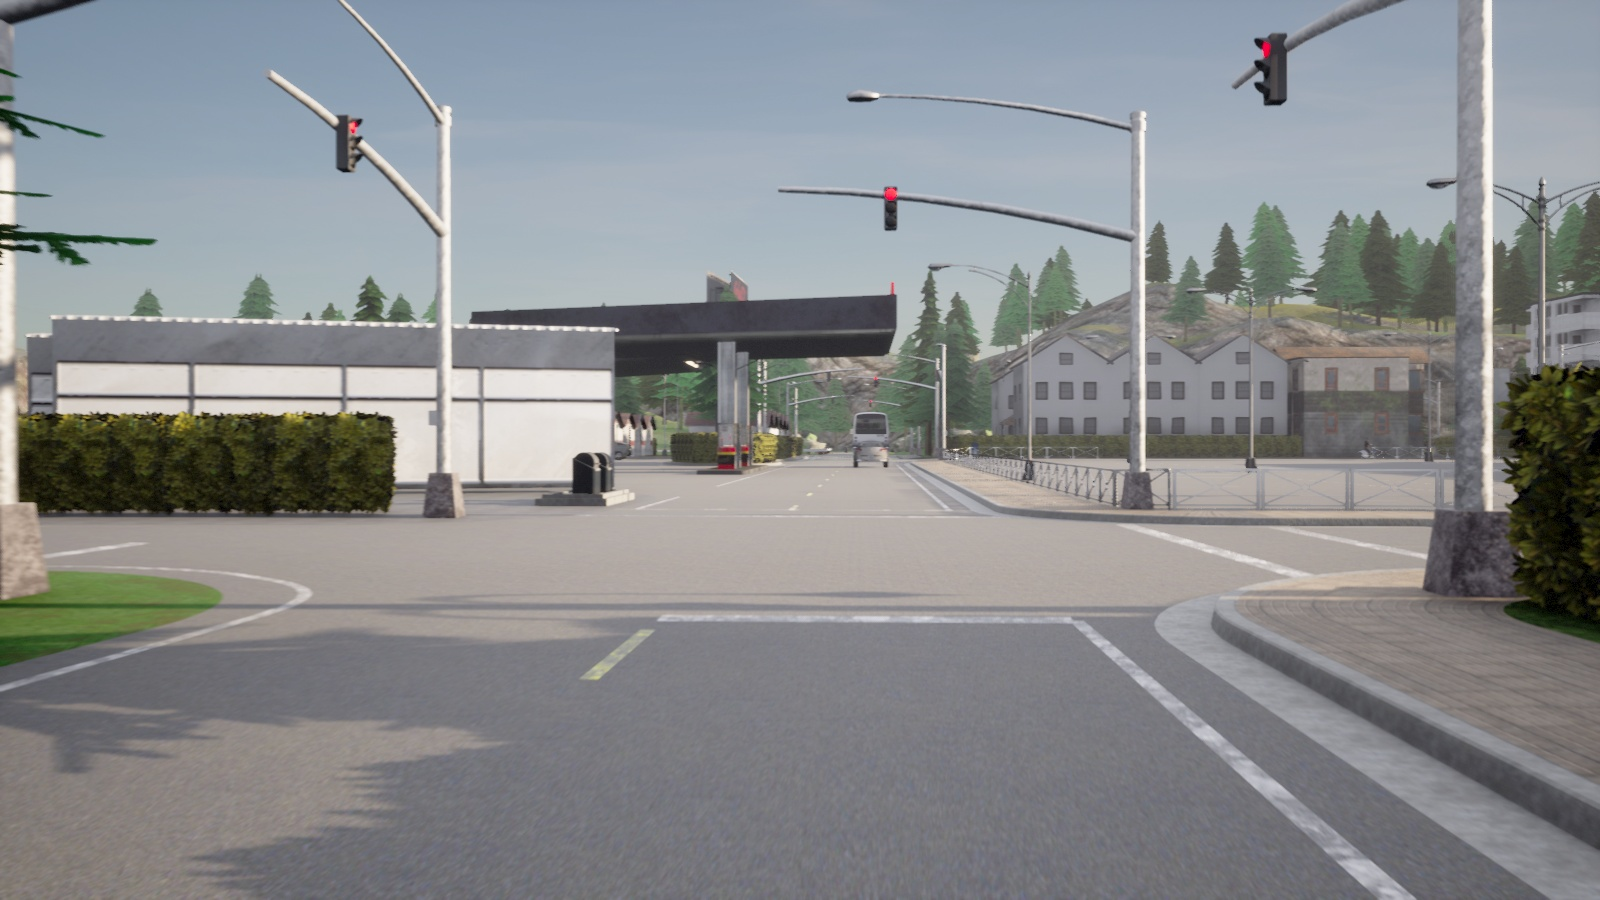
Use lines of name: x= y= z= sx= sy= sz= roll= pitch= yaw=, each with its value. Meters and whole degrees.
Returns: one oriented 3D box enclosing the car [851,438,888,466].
car: x=4.272 y=0.096 z=77.075 sx=2.152 sy=1.651 sz=5.027 roll=0 pitch=0 yaw=3
